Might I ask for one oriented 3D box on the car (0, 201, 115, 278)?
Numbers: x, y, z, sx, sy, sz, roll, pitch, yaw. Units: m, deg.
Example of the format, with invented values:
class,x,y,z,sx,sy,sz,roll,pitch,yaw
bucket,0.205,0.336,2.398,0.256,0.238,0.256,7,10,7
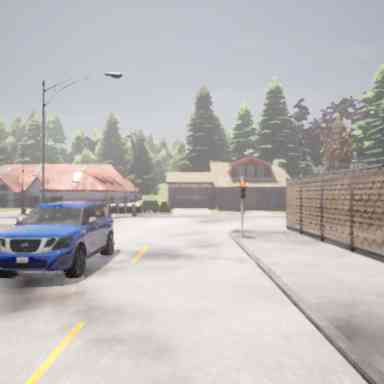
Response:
class,x,y,z,sx,sy,sz,roll,pitch,yaw
car,-4.087,1.330,10.840,2.150,2.045,5.566,0,-1,1
